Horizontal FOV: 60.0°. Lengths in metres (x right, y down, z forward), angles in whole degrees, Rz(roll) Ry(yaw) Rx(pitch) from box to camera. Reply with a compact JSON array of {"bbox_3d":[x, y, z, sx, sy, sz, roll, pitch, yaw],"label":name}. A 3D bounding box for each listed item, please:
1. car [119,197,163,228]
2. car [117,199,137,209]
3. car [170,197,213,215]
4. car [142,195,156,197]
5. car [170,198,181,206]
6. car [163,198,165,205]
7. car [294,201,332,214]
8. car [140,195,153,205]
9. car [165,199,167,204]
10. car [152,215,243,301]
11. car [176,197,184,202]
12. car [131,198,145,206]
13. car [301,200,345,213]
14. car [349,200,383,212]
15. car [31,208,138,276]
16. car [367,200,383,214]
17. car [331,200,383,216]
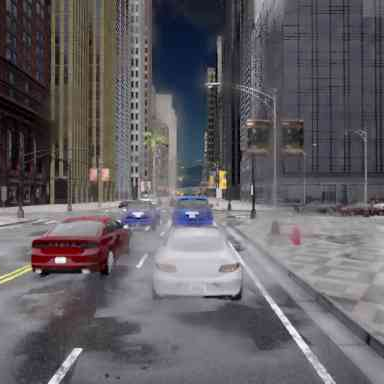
[{"bbox_3d":[-3.239,1.402,21.579,2.097,1.767,4.553,0,0,-2],"label":"car"},{"bbox_3d":[-9.830,1.778,50.855,2.033,1.411,5.357,0,0,0],"label":"car"},{"bbox_3d":[0.046,1.265,18.917,2.150,2.045,5.566,0,0,1],"label":"car"},{"bbox_3d":[-6.582,1.452,50.898,2.150,2.045,5.566,0,0,0],"label":"car"},{"bbox_3d":[-3.129,1.842,62.860,1.812,1.442,4.674,0,0,0],"label":"car"},{"bbox_3d":[-6.550,1.805,60.610,1.837,1.490,4.892,0,0,1],"label":"car"},{"bbox_3d":[13.210,1.635,35.840,4.181,1.385,1.994,0,-1,-1],"label":"car"},{"bbox_3d":[-9.726,1.609,71.339,2.150,2.045,5.566,0,0,0],"label":"car"},{"bbox_3d":[-6.476,1.902,70.568,1.812,1.442,4.674,0,0,0],"label":"car"},{"bbox_3d":[0.101,1.534,8.207,1.812,1.442,4.674,0,0,0],"label":"car"},{"bbox_3d":[-3.219,2.096,90.474,1.994,1.385,4.181,0,0,0],"label":"car"},{"bbox_3d":[-9.798,1.827,60.765,1.812,1.442,4.674,0,0,1],"label":"car"},{"bbox_3d":[15.197,1.662,38.624,4.313,1.339,1.947,0,0,-1],"label":"car"},{"bbox_3d":[20.837,1.643,38.710,4.313,1.339,1.947,0,0,-1],"label":"car"},{"bbox_3d":[-3.148,1.491,10.466,1.882,1.535,5.008,0,0,0],"label":"car"},{"bbox_3d":[21.763,1.568,35.968,4.674,1.442,1.812,0,-1,-1],"label":"car"},{"bbox_3d":[15.325,1.577,30.101,4.206,1.307,1.802,0,0,-1],"label":"car"}]
